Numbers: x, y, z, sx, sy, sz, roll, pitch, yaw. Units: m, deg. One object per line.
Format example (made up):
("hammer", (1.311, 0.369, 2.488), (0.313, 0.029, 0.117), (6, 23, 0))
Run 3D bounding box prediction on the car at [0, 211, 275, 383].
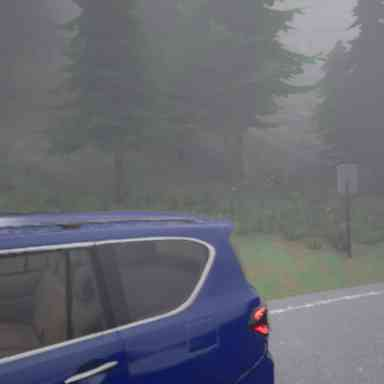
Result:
("car", (-1.950, 1.208, 2.076), (5.566, 2.045, 2.150), (0, 0, -33))
